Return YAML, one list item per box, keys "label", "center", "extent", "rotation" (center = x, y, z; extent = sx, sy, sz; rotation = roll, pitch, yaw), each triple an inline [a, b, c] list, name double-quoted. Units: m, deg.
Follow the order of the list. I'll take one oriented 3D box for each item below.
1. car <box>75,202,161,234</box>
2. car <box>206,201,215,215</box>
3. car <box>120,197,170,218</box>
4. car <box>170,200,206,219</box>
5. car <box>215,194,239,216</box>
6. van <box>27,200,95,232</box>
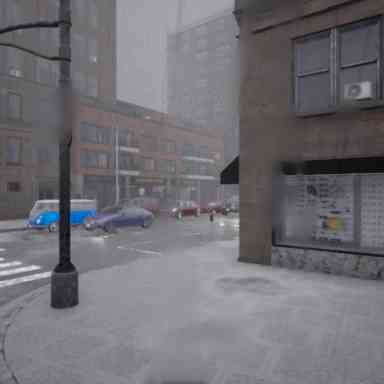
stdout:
- label: "car"
  center: [-4.205, 1.539, 19.731]
  extent: [1.812, 1.442, 4.674]
  rotation: [0, 0, 36]
- label: "car"
  center: [2.275, 1.569, 33.384]
  extent: [1.887, 1.381, 4.507]
  rotation: [0, 0, 36]
- label: "car"
  center: [-4.287, 1.331, 24.318]
  extent: [2.192, 1.841, 5.009]
  rotation: [0, 0, 36]
- label: "car"
  center: [-1.006, 1.460, 28.851]
  extent: [1.967, 1.590, 4.097]
  rotation: [0, 0, 36]
- label: "car"
  center: [4.833, 1.248, 32.216]
  extent: [2.150, 2.045, 5.566]
  rotation: [0, 0, 36]
- label: "van"
  center: [-7.569, 1.352, 19.785]
  extent: [1.690, 1.788, 3.998]
  rotation: [0, 0, 36]
